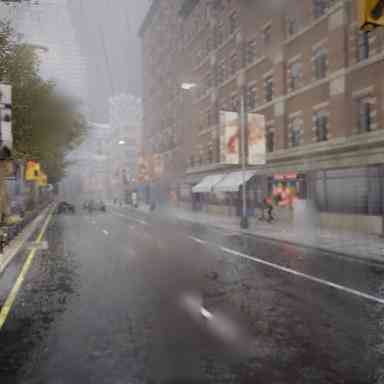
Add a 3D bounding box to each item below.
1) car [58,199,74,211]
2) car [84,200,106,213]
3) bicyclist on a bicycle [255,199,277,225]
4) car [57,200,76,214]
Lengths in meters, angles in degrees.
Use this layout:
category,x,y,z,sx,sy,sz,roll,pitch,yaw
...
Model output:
category,x,y,z,sx,sy,sz,roll,pitch,yaw
car,-18.798,1.892,49.395,2.128,1.511,4.902,-1,0,-22
car,-12.007,1.762,41.777,2.128,1.511,4.902,-1,0,-22
bicyclist on a bicycle,4.707,1.250,21.039,1.656,1.620,0.582,-1,0,-22
car,-15.413,1.834,40.872,1.837,1.490,4.892,-1,0,-22
